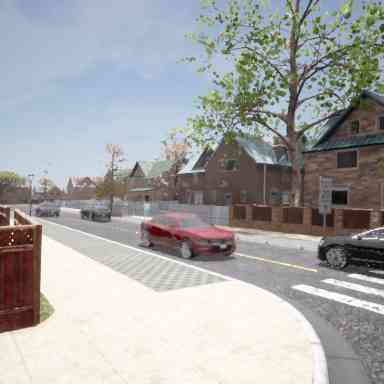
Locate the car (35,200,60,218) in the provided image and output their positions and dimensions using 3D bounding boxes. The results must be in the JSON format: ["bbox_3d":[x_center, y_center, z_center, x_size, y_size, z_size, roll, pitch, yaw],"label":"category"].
[{"bbox_3d":[-15.545,1.934,35.755,1.837,1.490,4.892,2,-2,-34],"label":"car"}]

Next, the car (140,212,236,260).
[{"bbox_3d":[-0.336,1.598,13.283,1.882,1.535,5.008,2,-2,-34],"label":"car"}]

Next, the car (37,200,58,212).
[{"bbox_3d":[-21.859,2.056,50.266,2.097,1.767,4.553,2,-2,-34],"label":"car"}]

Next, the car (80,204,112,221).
[{"bbox_3d":[-9.191,1.909,31.586,2.128,1.511,4.902,2,-2,-34],"label":"car"}]

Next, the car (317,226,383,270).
[{"bbox_3d":[5.916,1.618,9.318,2.128,1.511,4.902,2,-2,-34],"label":"car"}]
